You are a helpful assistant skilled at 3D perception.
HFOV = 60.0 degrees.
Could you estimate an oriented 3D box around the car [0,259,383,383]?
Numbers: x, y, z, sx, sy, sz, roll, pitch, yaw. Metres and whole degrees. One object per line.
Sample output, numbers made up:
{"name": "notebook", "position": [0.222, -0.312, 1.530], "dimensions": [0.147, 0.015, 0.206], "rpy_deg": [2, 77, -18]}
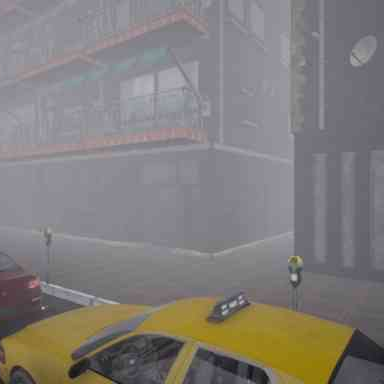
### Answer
{"name": "car", "position": [0.086, 1.525, 2.816], "dimensions": [4.829, 1.417, 1.752], "rpy_deg": [0, 0, 36]}

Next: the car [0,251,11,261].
{"name": "car", "position": [-4.353, 1.582, 5.997], "dimensions": [4.206, 1.307, 1.802], "rpy_deg": [0, 0, 36]}
